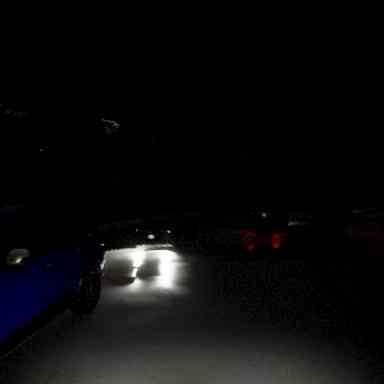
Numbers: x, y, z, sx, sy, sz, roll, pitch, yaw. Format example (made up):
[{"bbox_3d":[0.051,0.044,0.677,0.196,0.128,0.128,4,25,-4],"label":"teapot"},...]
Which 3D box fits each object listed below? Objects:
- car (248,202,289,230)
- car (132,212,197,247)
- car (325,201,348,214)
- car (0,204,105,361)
[{"bbox_3d":[5.300,1.488,22.651,2.097,1.767,4.553,0,0,22],"label":"car"},{"bbox_3d":[-1.121,1.631,15.367,1.994,1.385,4.181,0,0,16],"label":"car"},{"bbox_3d":[17.041,1.772,39.754,2.128,1.511,4.902,0,0,44],"label":"car"},{"bbox_3d":[-3.092,1.231,4.891,2.150,2.045,5.566,0,-1,6],"label":"car"}]
